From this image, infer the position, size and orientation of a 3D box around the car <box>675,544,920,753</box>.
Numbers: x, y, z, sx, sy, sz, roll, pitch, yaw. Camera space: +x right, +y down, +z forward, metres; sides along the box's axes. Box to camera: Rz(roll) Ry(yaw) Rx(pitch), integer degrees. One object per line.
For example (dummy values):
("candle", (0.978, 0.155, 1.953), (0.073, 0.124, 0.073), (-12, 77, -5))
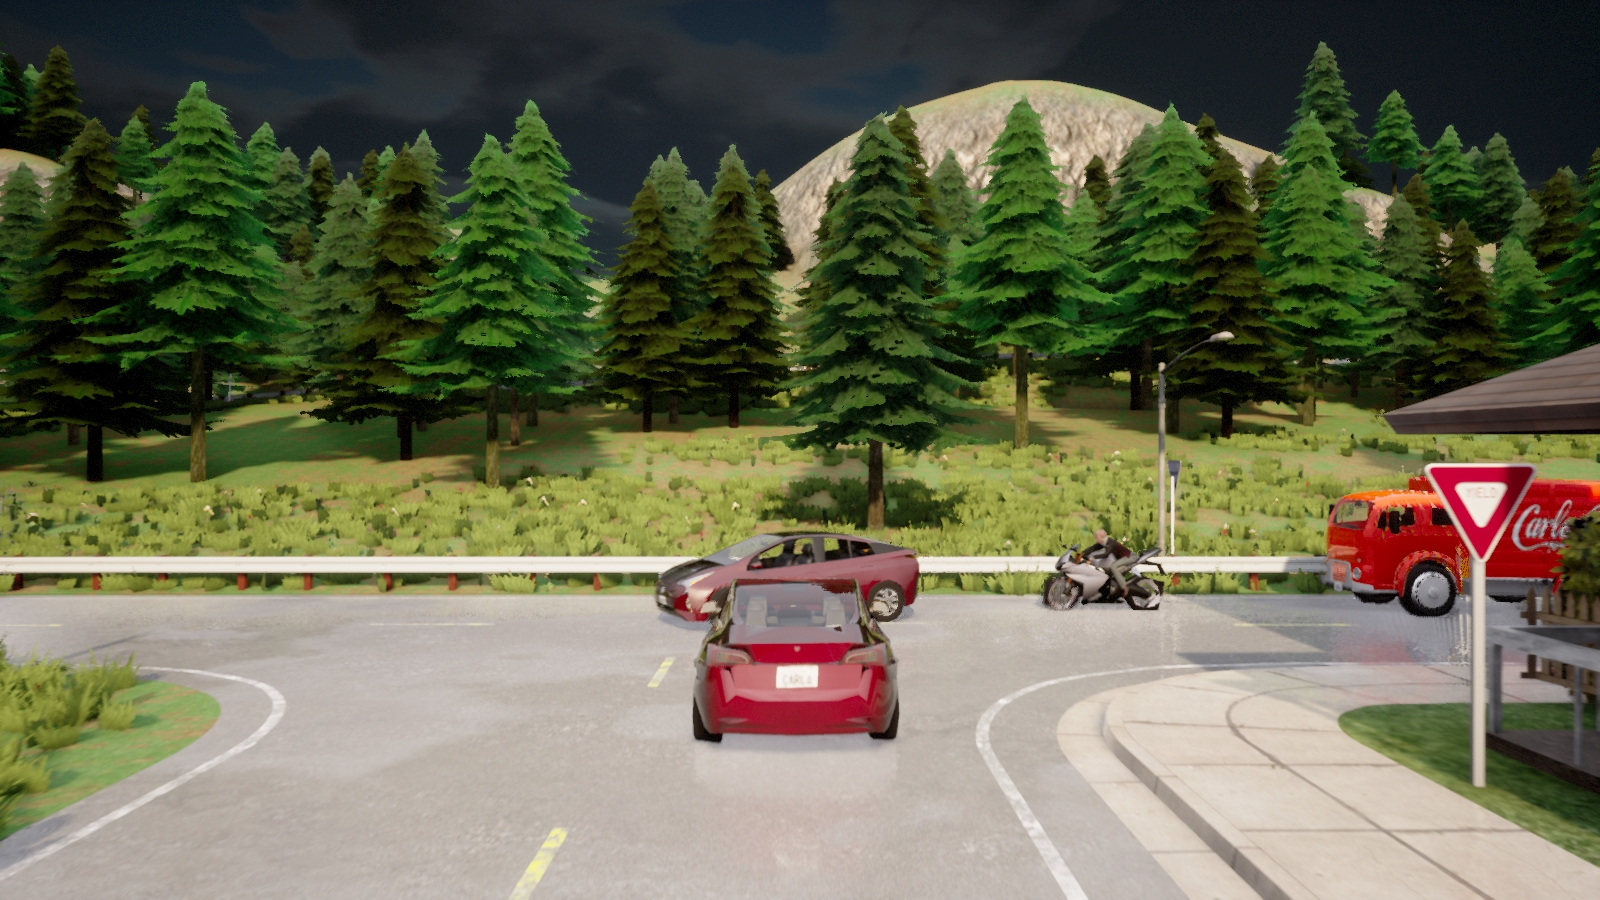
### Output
("car", (-0.053, 1.943, 12.479), (2.163, 1.488, 4.792), (0, -1, -1))

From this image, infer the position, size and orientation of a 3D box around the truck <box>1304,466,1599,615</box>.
("truck", (12.511, 1.595, 21.081), (5.204, 2.467, 2.627), (1, 0, 0))

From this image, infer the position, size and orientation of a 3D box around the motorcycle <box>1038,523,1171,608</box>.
("motorcycle", (5.582, 2.113, 21.033), (2.209, 1.460, 0.867), (0, 0, -1))

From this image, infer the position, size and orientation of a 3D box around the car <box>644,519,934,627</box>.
("car", (-0.188, 2.014, 19.495), (4.514, 1.525, 2.007), (1, -1, -24))
